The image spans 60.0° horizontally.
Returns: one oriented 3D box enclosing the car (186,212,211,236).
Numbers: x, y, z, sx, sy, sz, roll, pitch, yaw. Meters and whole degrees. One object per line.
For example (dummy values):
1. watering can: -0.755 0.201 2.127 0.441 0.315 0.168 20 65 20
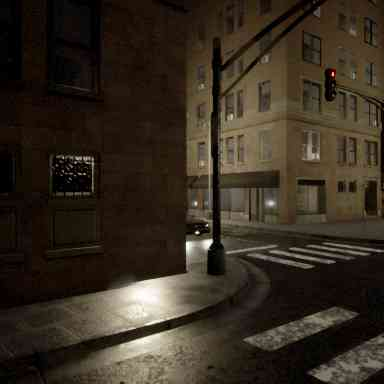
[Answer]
1. car: -1.297 1.515 17.758 2.033 1.411 5.357 0 0 -36
